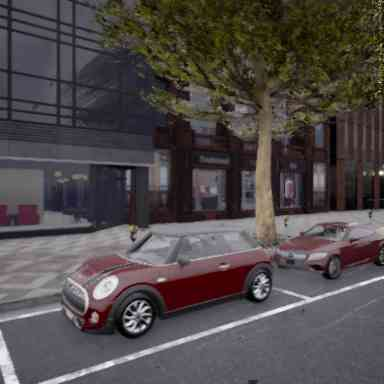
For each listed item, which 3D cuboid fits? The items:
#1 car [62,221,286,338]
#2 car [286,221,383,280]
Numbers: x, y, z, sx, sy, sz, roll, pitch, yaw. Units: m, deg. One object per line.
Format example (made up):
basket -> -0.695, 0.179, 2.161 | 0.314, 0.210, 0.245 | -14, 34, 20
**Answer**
car -> -0.348, 1.426, 6.513 | 4.097, 1.590, 1.967 | 0, 0, -36
car -> 4.244, 1.547, 9.789 | 4.206, 1.307, 1.802 | 0, 0, -36
